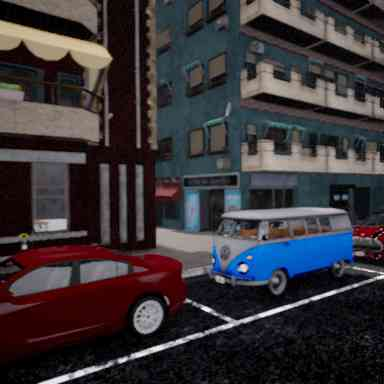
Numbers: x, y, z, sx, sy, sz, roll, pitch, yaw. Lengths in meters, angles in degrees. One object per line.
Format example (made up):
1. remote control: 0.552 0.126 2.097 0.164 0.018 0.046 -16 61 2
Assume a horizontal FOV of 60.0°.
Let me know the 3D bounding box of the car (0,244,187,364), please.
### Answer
1. car: -2.198 1.539 5.000 4.507 1.381 1.887 0 0 -35

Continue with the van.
1. van: 2.300 1.301 8.203 3.998 1.788 1.690 0 0 -35

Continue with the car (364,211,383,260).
1. car: 6.801 1.367 11.405 4.097 1.590 1.967 0 0 -35
